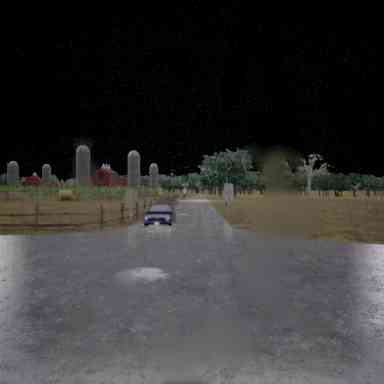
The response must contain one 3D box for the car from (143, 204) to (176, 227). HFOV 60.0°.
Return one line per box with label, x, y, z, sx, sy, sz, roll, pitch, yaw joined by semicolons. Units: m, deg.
car;-2.086;1.531;22.933;2.033;1.411;5.357;0;0;2
